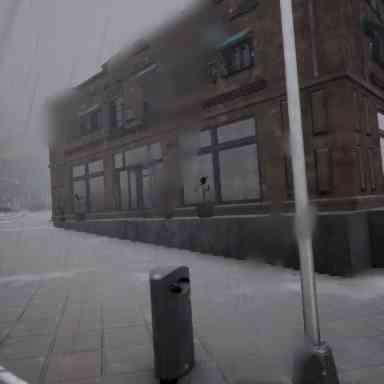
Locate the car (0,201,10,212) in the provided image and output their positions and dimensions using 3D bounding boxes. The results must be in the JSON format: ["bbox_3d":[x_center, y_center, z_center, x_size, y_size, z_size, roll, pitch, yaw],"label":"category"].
[{"bbox_3d":[-34.294,2.767,57.700,5.566,2.045,2.150,-4,-3,17],"label":"car"}]
